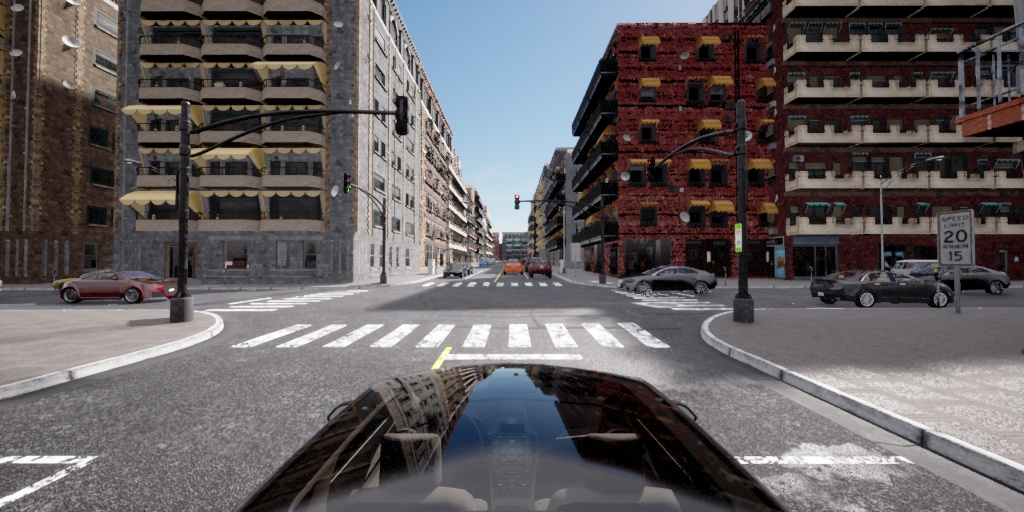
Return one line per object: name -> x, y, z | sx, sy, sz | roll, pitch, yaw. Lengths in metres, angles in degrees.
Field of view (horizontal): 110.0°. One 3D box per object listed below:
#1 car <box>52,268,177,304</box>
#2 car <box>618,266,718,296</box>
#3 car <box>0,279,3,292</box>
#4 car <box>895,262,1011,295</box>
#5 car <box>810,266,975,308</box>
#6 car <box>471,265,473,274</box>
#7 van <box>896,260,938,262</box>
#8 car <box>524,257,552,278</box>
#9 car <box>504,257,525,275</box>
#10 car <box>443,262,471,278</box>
car -> -17.192, 1.339, 16.014 | 4.181, 1.385, 1.994 | 0, -1, 0
car -> 8.112, 1.255, 18.876 | 4.902, 1.511, 2.128 | 0, -1, 0
car -> -26.680, 1.027, 16.055 | 5.566, 2.045, 2.150 | 0, -1, 0
car -> 22.833, 1.219, 18.821 | 4.902, 1.511, 2.128 | 0, -1, 0
car -> 13.758, 1.185, 13.425 | 4.403, 1.370, 2.007 | 0, 0, 0
car -> -5.273, 1.331, 39.255 | 1.948, 1.339, 4.313 | 0, 0, 0
van -> 24.925, 1.115, 21.265 | 3.998, 1.789, 1.690 | 0, 0, 0
car -> 2.602, 1.076, 33.731 | 2.192, 1.841, 5.009 | 0, 0, 0
car -> 0.143, 1.118, 40.526 | 2.097, 1.767, 4.553 | 0, 0, 0
car -> -5.279, 1.328, 33.694 | 1.948, 1.339, 4.313 | 0, 0, 0
